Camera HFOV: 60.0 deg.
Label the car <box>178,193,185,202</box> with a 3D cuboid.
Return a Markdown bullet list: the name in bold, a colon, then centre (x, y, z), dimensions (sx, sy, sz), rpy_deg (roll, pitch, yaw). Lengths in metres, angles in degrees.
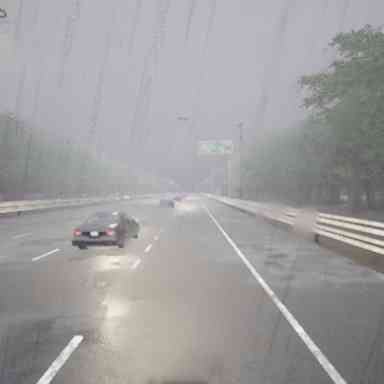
- **car**: centre (-3.249, 1.465, 75.118), dimensions (1.837, 1.490, 4.892), rpy_deg (0, 0, 0)

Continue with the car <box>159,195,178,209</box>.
- **car**: centre (-3.394, 1.470, 45.925), dimensions (1.882, 1.535, 5.008), rpy_deg (0, 0, 0)

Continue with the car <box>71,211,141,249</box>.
- **car**: centre (-3.492, 1.550, 14.419), dimensions (2.033, 1.411, 5.357), rpy_deg (0, 0, 0)
